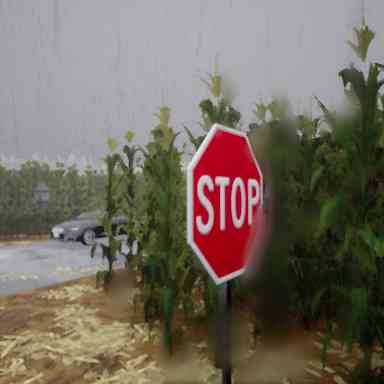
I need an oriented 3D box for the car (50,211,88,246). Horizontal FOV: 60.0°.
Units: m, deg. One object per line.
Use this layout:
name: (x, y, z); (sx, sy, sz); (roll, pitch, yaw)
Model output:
car: (-4.230, 1.521, 15.767); (2.128, 1.511, 4.902); (0, 0, 34)
